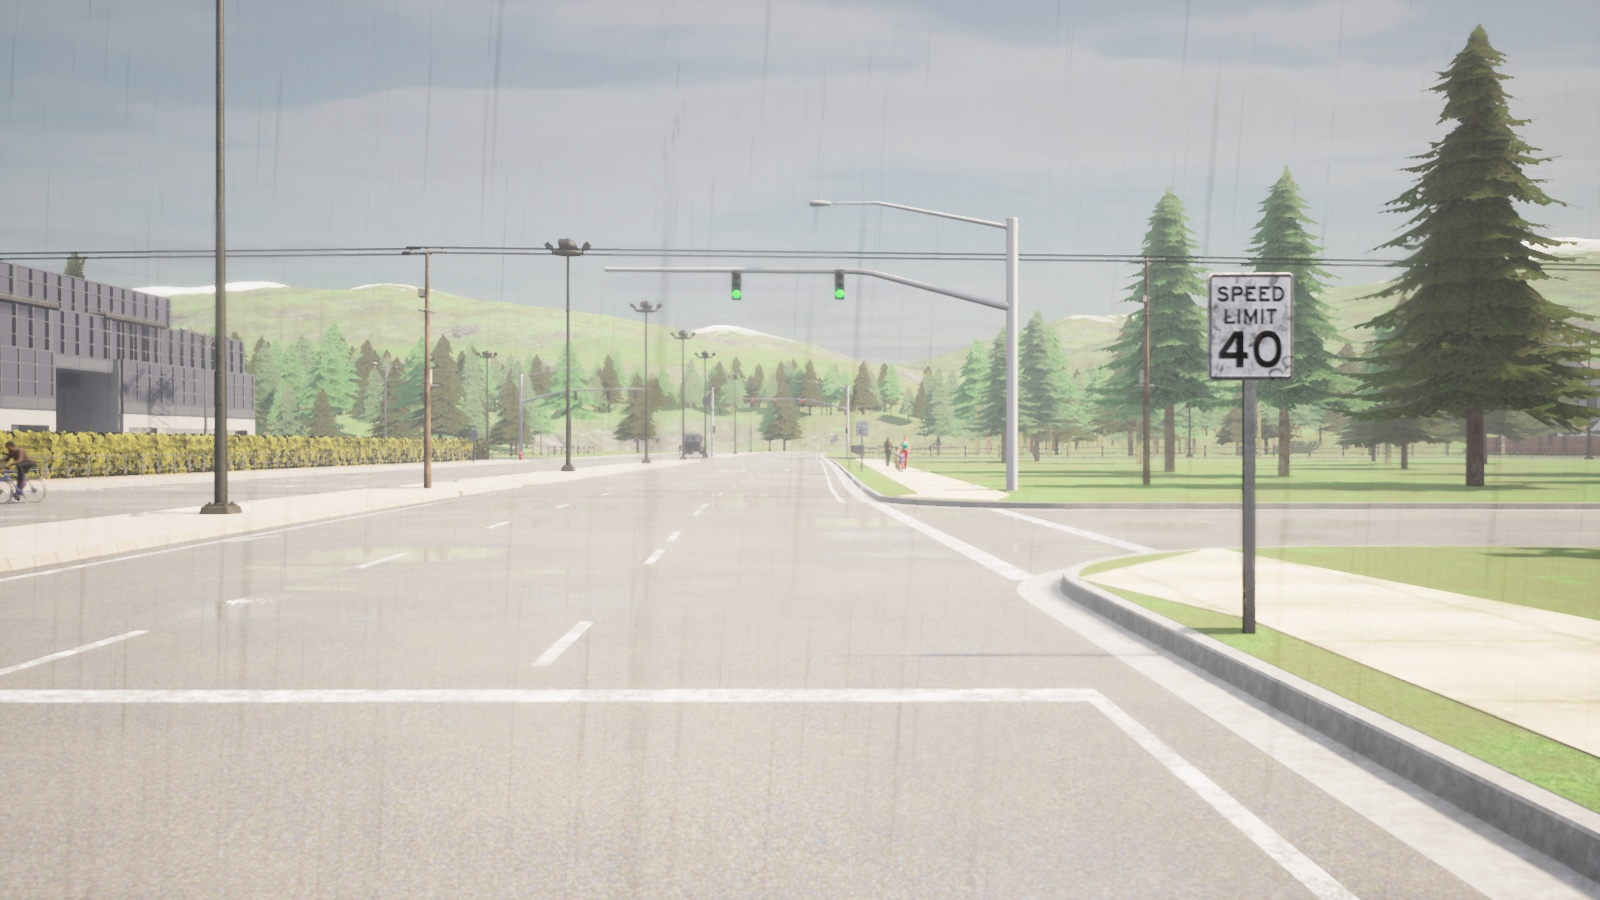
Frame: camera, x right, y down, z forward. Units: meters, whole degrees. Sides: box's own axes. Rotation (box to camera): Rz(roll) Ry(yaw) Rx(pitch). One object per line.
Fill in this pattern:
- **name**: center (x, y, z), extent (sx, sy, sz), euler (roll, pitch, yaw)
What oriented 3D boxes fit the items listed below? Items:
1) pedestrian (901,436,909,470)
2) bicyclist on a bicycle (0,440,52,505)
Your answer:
- **pedestrian**: center (5.591, 0.149, 66.862), extent (0.345, 1.836, 0.594), euler (0, 0, 0)
- **bicyclist on a bicycle**: center (-20.054, 0.568, 32.037), extent (0.582, 1.620, 1.656), euler (-1, 0, 19)
